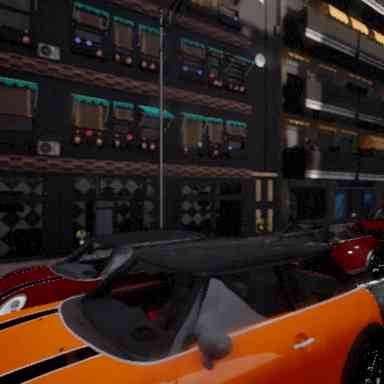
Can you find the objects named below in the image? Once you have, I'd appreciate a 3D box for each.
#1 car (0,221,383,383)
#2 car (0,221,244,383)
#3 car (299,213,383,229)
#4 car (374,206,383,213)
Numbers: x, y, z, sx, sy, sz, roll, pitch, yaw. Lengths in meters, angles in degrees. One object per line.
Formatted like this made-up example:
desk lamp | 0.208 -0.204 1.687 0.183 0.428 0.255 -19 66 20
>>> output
car | -0.056 1.358 3.343 4.553 1.767 2.097 0 0 -35
car | -1.292 1.447 5.641 4.097 1.590 1.967 0 0 -36
car | 3.221 1.466 8.862 4.097 1.590 1.967 0 0 -36
car | 7.734 1.360 12.083 5.009 1.841 2.192 0 0 -36
